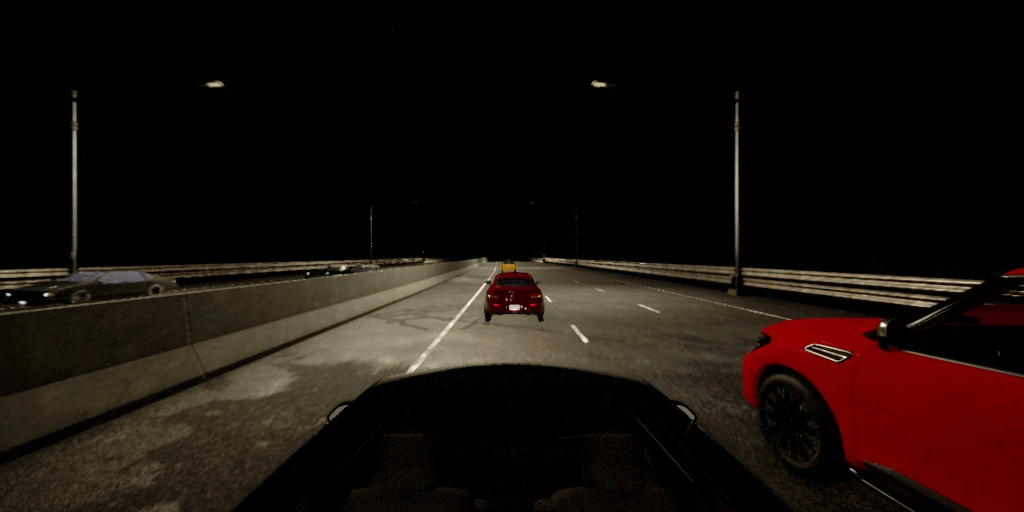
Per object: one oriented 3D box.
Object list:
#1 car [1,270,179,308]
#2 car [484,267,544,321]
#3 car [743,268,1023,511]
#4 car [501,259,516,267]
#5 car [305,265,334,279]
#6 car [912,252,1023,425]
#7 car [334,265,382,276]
[{"bbox_3d":[-17.661,1.303,15.579,2.033,1.411,5.357,0,0,0],"label":"car"},{"bbox_3d":[0.060,1.276,12.345,1.812,1.442,4.674,0,0,0],"label":"car"},{"bbox_3d":[3.595,0.971,1.534,2.150,2.045,5.566,0,0,0],"label":"car"},{"bbox_3d":[-0.421,1.197,44.385,1.801,1.575,5.366,0,0,-1],"label":"car"},{"bbox_3d":[-14.299,1.355,28.518,1.895,1.301,4.718,0,0,-1],"label":"car"},{"bbox_3d":[7.095,0.970,2.611,2.150,2.045,5.566,0,0,0],"label":"car"},{"bbox_3d":[-10.771,1.354,26.184,1.895,1.301,4.718,0,0,-1],"label":"car"}]
